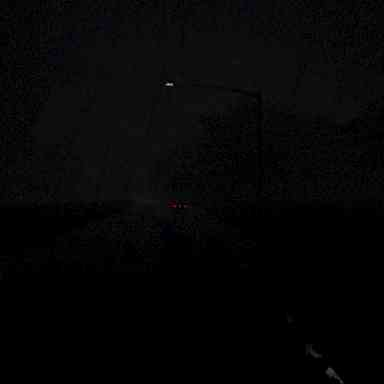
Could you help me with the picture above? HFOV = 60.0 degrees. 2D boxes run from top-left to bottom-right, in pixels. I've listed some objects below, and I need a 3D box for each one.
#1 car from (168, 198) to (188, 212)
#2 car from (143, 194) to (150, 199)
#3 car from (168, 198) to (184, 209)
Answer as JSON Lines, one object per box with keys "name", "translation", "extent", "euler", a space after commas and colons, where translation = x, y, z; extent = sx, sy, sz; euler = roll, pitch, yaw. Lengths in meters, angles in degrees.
{"name": "car", "translation": [-1.514, 1.583, 38.596], "extent": [2.033, 1.411, 5.357], "euler": [0, 0, -5]}
{"name": "car", "translation": [-12.998, 1.378, 94.631], "extent": [2.033, 1.411, 5.357], "euler": [0, 0, -11]}
{"name": "car", "translation": [-2.379, 1.568, 47.279], "extent": [2.033, 1.411, 5.357], "euler": [0, 0, -6]}
